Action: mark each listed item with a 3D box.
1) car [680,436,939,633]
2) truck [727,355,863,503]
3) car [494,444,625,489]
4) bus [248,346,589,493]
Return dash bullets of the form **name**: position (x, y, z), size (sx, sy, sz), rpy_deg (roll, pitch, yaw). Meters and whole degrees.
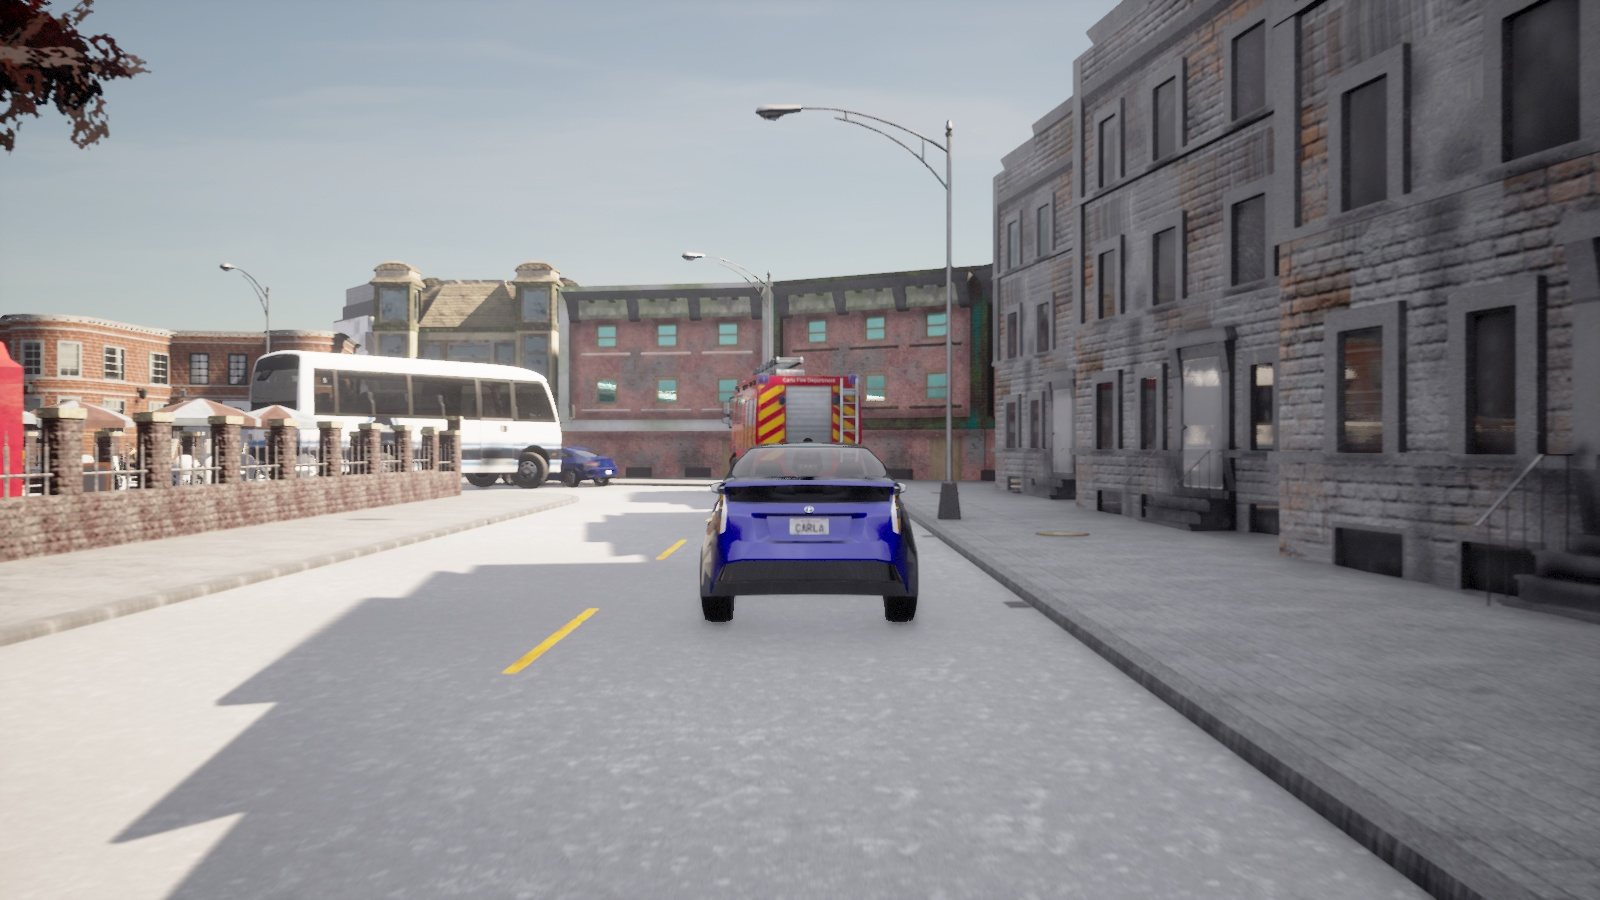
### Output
- **car**: position (0.084, 0.647, 11.985), size (2.007, 1.525, 4.514), rpy_deg (0, 0, 0)
- **truck**: position (-0.370, -0.561, 36.967), size (2.891, 3.827, 8.468), rpy_deg (0, 0, -8)
- **car**: position (-8.793, 0.572, 45.778), size (4.674, 1.442, 1.812), rpy_deg (1, 2, 31)
- **bus**: position (-12.241, -0.849, 41.491), size (3.944, 4.253, 10.273), rpy_deg (0, 0, 40)
